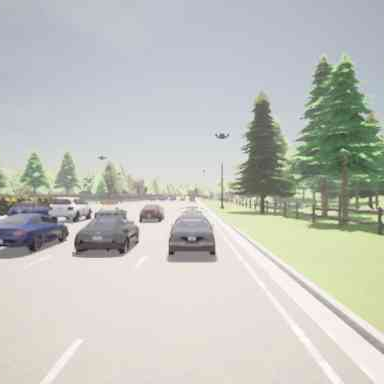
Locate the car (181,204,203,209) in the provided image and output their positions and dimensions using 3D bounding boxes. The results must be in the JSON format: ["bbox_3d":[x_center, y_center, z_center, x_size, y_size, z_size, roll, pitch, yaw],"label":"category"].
[{"bbox_3d":[0.007,1.803,29.376,1.812,1.442,4.674,0,0,0],"label":"car"}]

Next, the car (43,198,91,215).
[{"bbox_3d":[-10.498,1.491,29.018,2.150,2.045,5.566,0,0,0],"label":"car"}]

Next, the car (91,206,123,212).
[{"bbox_3d":[-6.997,1.876,29.105,1.895,1.301,4.718,0,0,0],"label":"car"}]

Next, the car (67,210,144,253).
[{"bbox_3d":[-3.498,1.700,14.316,1.994,1.385,4.181,0,0,0],"label":"car"}]

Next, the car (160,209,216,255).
[{"bbox_3d":[0.001,1.680,13.989,2.033,1.411,5.357,0,-1,0],"label":"car"}]

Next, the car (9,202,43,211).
[{"bbox_3d":[-13.996,1.625,29.086,2.097,1.767,4.553,0,-1,0],"label":"car"}]

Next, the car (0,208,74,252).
[{"bbox_3d":[-6.995,1.663,14.404,1.812,1.442,4.674,0,0,0],"label":"car"}]

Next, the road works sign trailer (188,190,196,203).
[{"bbox_3d":[0.001,1.350,94.000,2.380,3.560,2.880,0,-1,0],"label":"road works sign trailer"}]

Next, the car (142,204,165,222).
[{"bbox_3d":[-3.492,1.804,29.395,1.812,1.442,4.674,0,0,0],"label":"car"}]
